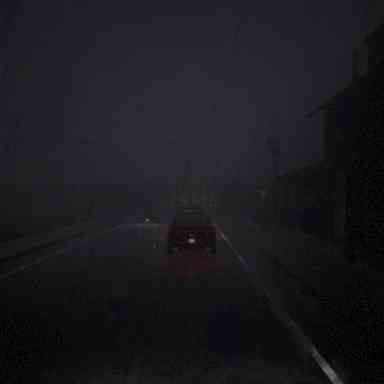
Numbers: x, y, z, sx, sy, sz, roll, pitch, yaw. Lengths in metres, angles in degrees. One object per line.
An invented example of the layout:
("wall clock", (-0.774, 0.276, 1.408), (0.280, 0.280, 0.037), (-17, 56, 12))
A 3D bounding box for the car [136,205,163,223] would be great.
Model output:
("car", (-3.517, 1.827, 28.755), (2.033, 1.411, 5.357), (0, -1, 0))

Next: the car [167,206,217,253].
("car", (-0.002, 1.619, 14.459), (1.882, 1.535, 5.008), (0, 0, 0))

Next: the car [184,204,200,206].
("car", (-0.037, 1.778, 29.282), (2.128, 1.511, 4.902), (0, 0, -1))
